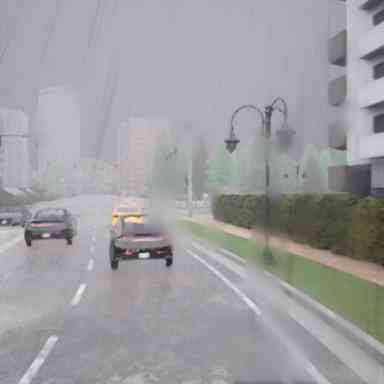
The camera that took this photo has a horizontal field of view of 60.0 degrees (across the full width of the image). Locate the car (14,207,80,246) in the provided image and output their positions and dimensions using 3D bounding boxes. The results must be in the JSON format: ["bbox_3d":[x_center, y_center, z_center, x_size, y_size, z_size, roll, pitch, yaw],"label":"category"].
[{"bbox_3d":[-6.381,1.513,15.480,2.128,1.511,4.902,0,0,-15],"label":"car"}]

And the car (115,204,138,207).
[{"bbox_3d":[-4.042,1.490,20.517,1.882,1.535,5.008,0,0,-13],"label":"car"}]

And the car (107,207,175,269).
[{"bbox_3d":[-1.800,1.497,11.291,2.128,1.511,4.902,0,0,-12],"label":"car"}]

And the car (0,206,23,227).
[{"bbox_3d":[-11.881,1.642,22.137,1.994,1.385,4.181,0,0,-16],"label":"car"}]
